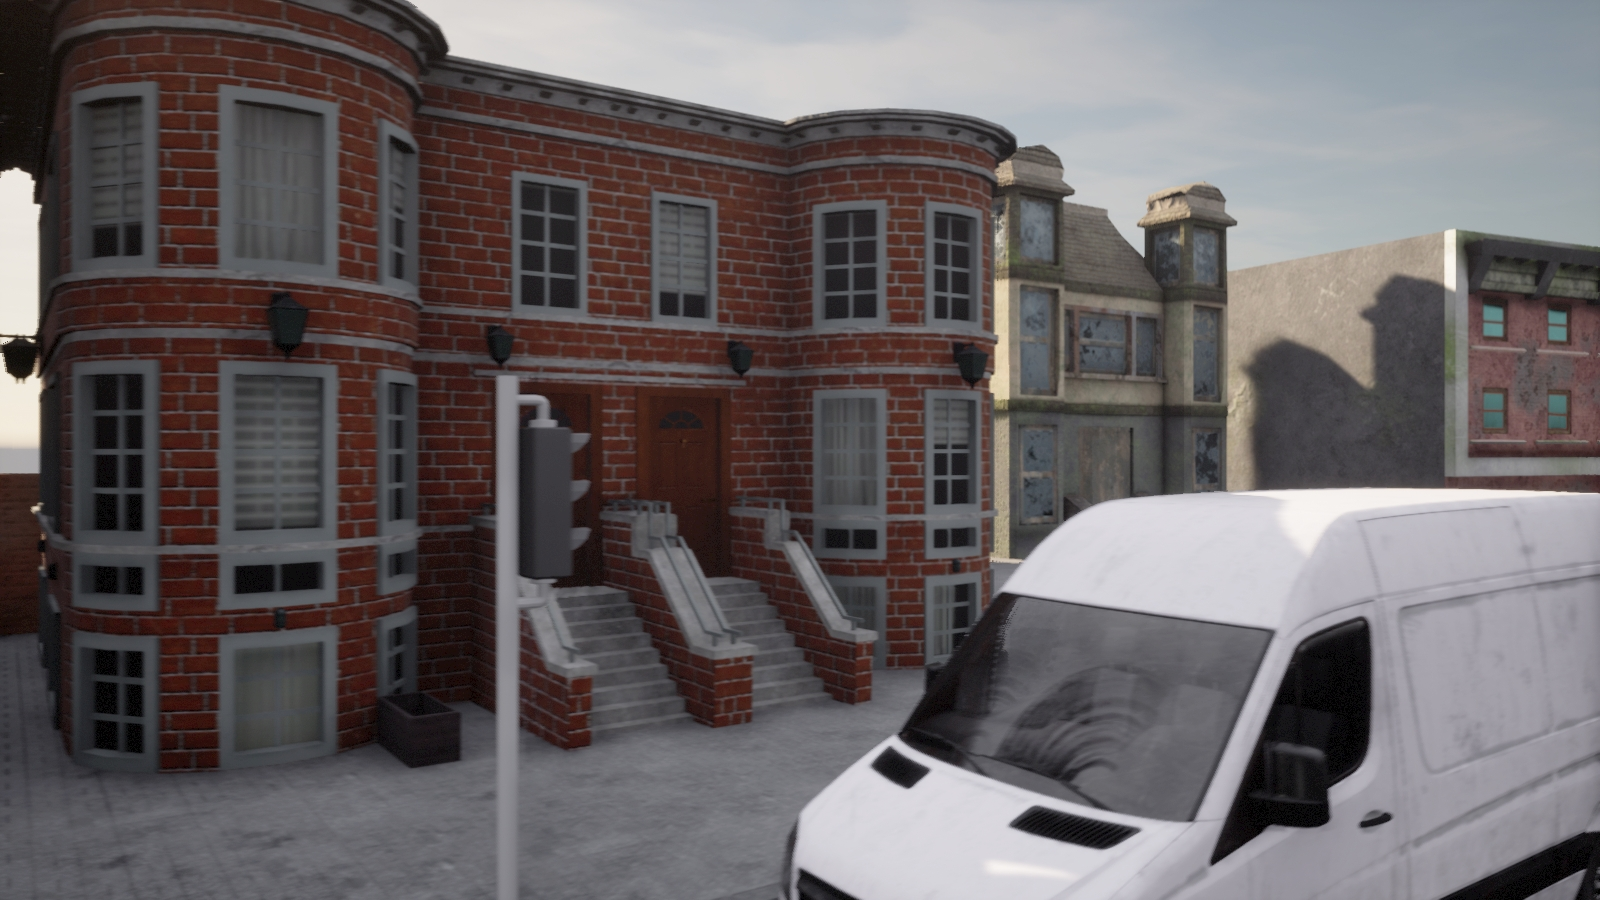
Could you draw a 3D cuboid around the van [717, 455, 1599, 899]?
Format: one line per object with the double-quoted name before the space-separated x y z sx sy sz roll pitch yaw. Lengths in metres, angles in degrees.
"van" 2.607 1.315 6.232 5.915 2.561 1.988 0 0 -35
